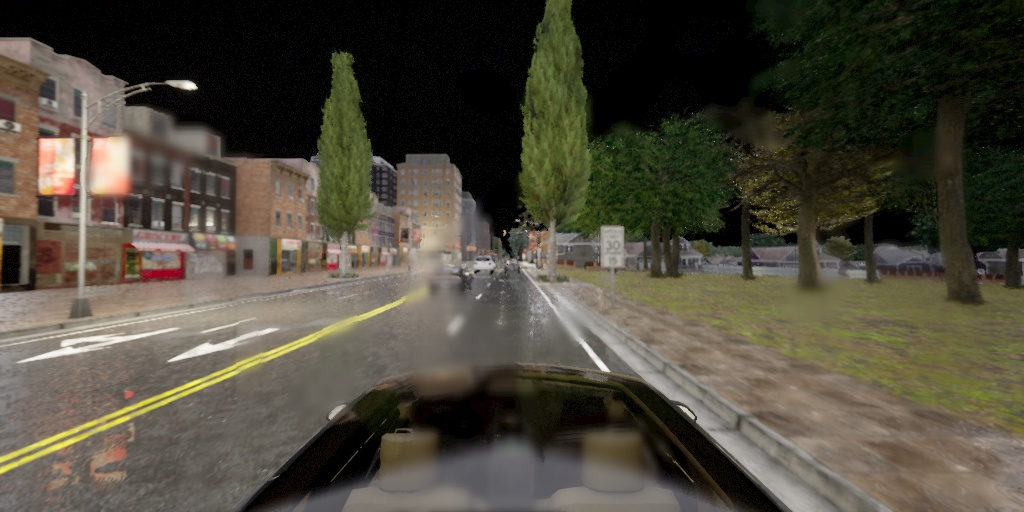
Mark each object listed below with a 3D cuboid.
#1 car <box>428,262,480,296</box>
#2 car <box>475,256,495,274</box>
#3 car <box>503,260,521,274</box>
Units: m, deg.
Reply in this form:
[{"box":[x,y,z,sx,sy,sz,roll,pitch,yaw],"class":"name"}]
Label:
[{"box":[-3.142,1.244,19.170,2.128,1.511,4.902,0,0,0],"class":"car"},{"box":[-3.213,1.016,42.607,2.150,2.045,5.566,0,0,0],"class":"car"},{"box":[0.024,1.275,41.602,2.128,1.511,4.902,0,0,0],"class":"car"}]
